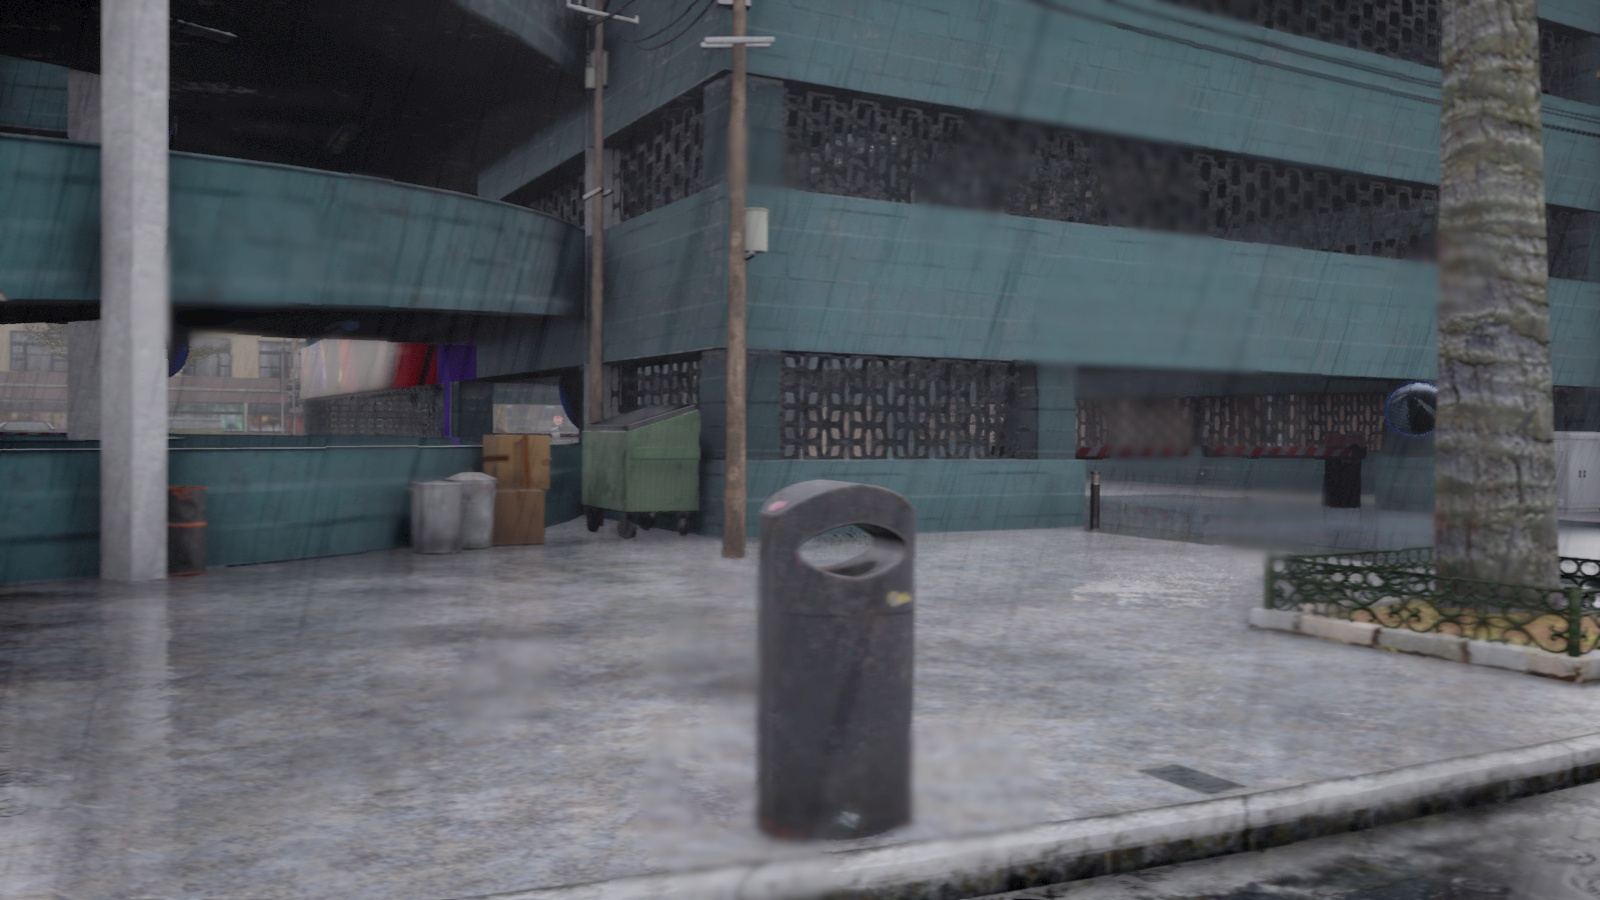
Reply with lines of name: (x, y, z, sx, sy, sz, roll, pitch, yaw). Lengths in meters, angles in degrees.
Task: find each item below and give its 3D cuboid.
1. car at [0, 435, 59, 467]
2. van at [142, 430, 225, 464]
car: (-45.147, 0.067, 71.899, 4.553, 1.767, 2.097, -1, 1, -28)
van: (-37.399, -0.190, 76.186, 4.442, 1.987, 1.775, -1, 1, -29)
